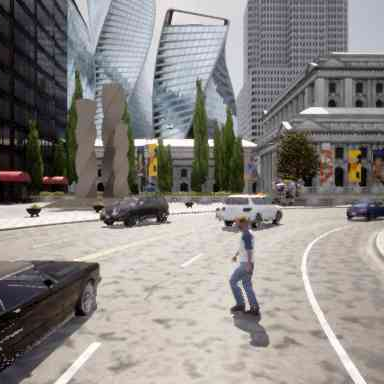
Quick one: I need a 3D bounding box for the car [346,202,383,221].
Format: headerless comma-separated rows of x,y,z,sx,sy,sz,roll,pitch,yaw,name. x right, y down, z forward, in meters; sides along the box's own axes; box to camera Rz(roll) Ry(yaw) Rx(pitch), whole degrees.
14.532,1.526,27.407,4.674,1.442,1.812,0,0,-36,car

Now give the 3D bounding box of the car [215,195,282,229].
4.059,1.221,22.101,2.150,2.045,5.566,0,0,36,car

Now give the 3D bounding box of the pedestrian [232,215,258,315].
0.965,1.294,6.048,0.375,1.860,0.375,0,0,11,pedestrian

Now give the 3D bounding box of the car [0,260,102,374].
-2.932,1.601,4.600,1.895,1.301,4.718,0,0,6,car

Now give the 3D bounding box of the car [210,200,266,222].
3.862,1.491,27.440,2.128,1.511,4.902,0,0,44,car

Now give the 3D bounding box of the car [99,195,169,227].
-3.817,1.221,23.156,2.150,2.045,5.566,0,0,32,car
